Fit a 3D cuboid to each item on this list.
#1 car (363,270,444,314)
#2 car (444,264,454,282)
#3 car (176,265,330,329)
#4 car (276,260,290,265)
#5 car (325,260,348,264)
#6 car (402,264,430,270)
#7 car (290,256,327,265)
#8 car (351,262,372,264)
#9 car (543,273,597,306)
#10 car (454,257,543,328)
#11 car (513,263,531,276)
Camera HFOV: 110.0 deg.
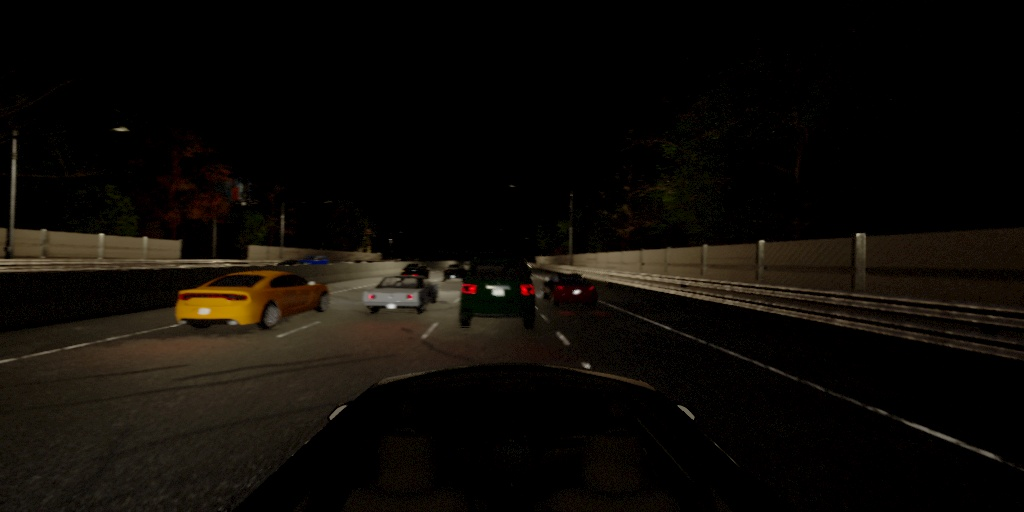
[{"bbox_3d":[-4.104,1.405,14.112,1.895,1.301,4.718,1,-1,-3],"label":"car"},{"bbox_3d":[-5.005,1.481,32.033,1.837,1.490,4.892,1,-1,-3],"label":"car"},{"bbox_3d":[-7.449,1.190,11.013,1.882,1.535,5.008,1,-1,-3],"label":"car"},{"bbox_3d":[-30.561,1.231,49.416,1.812,1.442,4.674,1,-1,-2],"label":"car"},{"bbox_3d":[-23.582,1.436,49.868,1.895,1.301,4.718,1,-1,-2],"label":"car"},{"bbox_3d":[-8.501,1.416,31.853,1.837,1.490,4.892,1,-1,-3],"label":"car"},{"bbox_3d":[-27.016,0.979,48.606,2.150,2.045,5.566,1,0,-2],"label":"car"},{"bbox_3d":[-20.047,1.488,48.884,1.895,1.301,4.718,1,-1,-3],"label":"car"},{"bbox_3d":[2.646,1.521,17.195,1.994,1.385,4.181,1,-1,-3],"label":"car"},{"bbox_3d":[-0.491,1.069,12.031,2.150,2.045,5.566,1,-1,-3],"label":"car"},{"bbox_3d":[1.202,1.737,45.815,1.837,1.490,4.892,1,-1,-3],"label":"car"}]
